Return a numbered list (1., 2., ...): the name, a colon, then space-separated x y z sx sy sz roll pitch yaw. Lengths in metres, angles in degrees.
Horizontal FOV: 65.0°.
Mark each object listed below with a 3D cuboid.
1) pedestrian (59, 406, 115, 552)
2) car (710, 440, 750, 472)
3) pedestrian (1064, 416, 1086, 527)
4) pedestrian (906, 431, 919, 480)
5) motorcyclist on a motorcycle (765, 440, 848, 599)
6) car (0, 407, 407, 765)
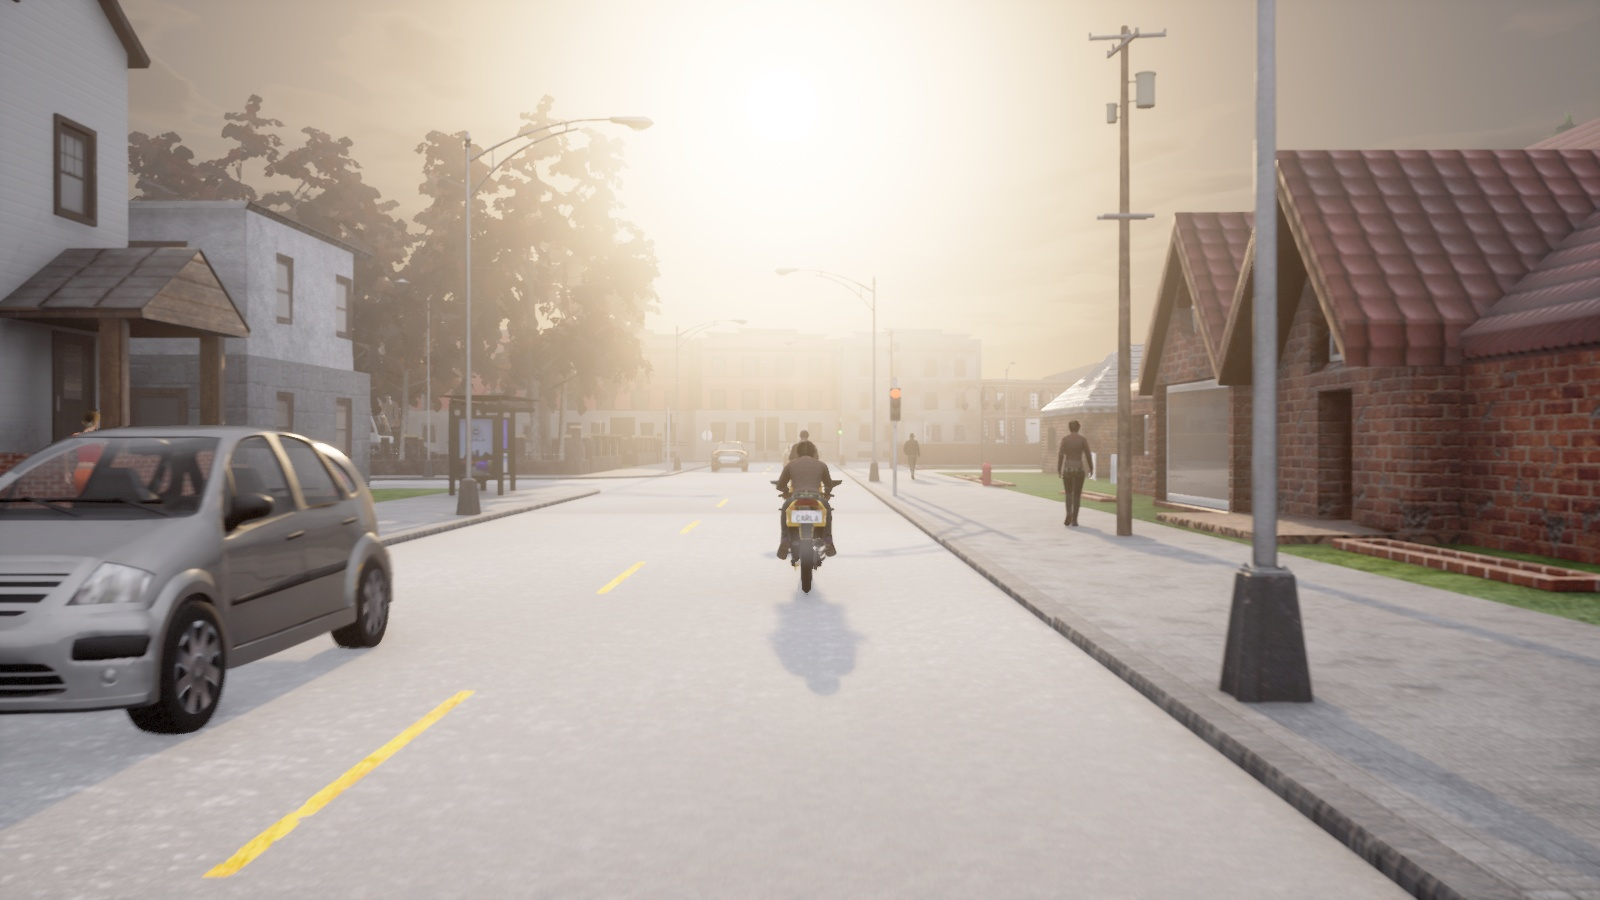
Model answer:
1. pedestrian: -9.100 0.364 16.041 0.345 1.836 0.594 0 0 3
2. car: -3.797 0.310 68.479 2.033 1.649 4.856 0 0 -2
3. pedestrian: 4.550 0.349 20.793 0.328 1.805 0.869 0 0 11
4. pedestrian: 4.288 0.200 47.735 0.431 1.840 0.703 0 0 0
5. motorcyclist on a motorcycle: 0.066 0.659 13.041 0.797 1.523 2.044 0 0 0
6. car: -3.956 0.600 7.661 1.851 1.617 3.988 0 0 0
